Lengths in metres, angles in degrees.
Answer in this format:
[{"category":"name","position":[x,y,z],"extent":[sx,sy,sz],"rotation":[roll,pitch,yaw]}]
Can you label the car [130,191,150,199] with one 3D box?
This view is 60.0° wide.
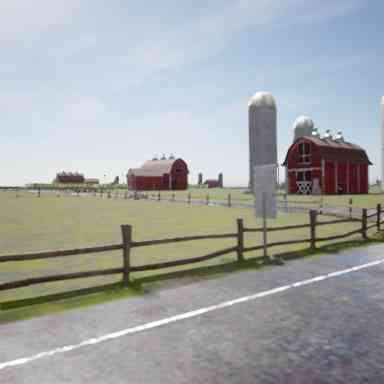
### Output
[{"category":"car","position":[-9.118,0.530,58.335],"extent":[1.895,1.301,4.718],"rotation":[-1,2,-36]}]
